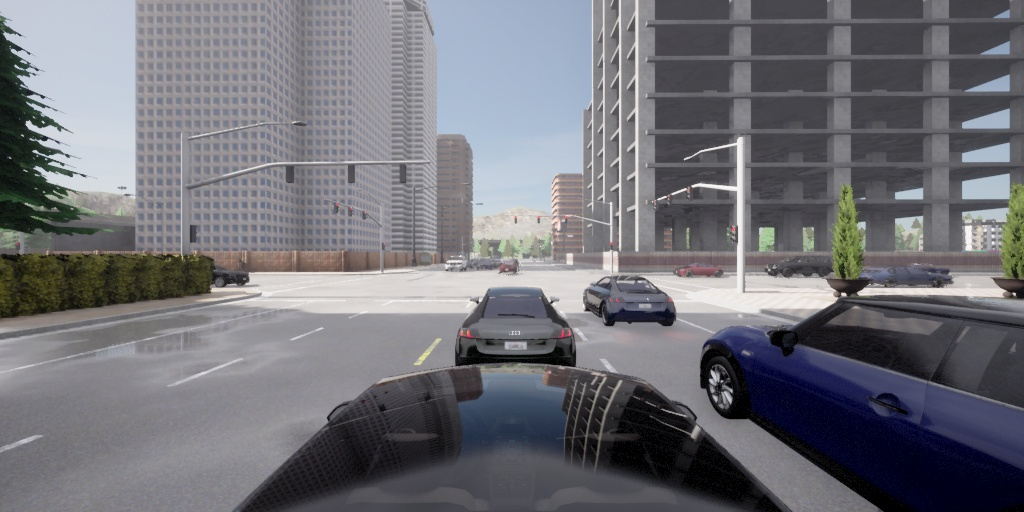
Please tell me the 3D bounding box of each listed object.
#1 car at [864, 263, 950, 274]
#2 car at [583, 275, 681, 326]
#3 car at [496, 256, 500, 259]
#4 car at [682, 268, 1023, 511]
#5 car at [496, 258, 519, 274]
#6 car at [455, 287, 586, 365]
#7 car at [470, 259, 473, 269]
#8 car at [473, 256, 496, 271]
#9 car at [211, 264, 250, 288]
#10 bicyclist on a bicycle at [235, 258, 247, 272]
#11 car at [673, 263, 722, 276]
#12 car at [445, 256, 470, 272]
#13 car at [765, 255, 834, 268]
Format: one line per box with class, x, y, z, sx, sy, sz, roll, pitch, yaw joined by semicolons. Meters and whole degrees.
car;24.755;1.297;23.026;5.357;1.411;2.033;0;0;0
car;3.578;1.314;11.639;1.994;1.385;4.181;0;0;0
car;-3.579;1.102;58.765;2.097;1.767;4.553;0;0;1
car;3.600;1.102;3.036;2.097;1.767;4.553;0;0;0
car;-0.313;1.275;40.677;1.812;1.442;4.674;0;0;6
car;0.059;1.314;7.379;1.994;1.385;4.181;0;0;0
car;-7.124;1.314;56.480;1.994;1.385;4.181;0;0;1
car;-3.721;1.102;50.020;2.097;1.767;4.553;0;0;1
car;-19.869;1.228;23.319;5.008;1.535;1.882;0;0;1
bicyclist on a bicycle;-29.385;1.050;38.866;0.582;1.620;1.656;0;0;0
car;17.511;1.313;33.774;4.181;1.385;1.994;0;0;0
car;-7.263;0.971;47.061;2.150;2.045;5.566;0;0;1
car;26.976;0.970;33.713;5.566;2.045;2.150;0;0;1
